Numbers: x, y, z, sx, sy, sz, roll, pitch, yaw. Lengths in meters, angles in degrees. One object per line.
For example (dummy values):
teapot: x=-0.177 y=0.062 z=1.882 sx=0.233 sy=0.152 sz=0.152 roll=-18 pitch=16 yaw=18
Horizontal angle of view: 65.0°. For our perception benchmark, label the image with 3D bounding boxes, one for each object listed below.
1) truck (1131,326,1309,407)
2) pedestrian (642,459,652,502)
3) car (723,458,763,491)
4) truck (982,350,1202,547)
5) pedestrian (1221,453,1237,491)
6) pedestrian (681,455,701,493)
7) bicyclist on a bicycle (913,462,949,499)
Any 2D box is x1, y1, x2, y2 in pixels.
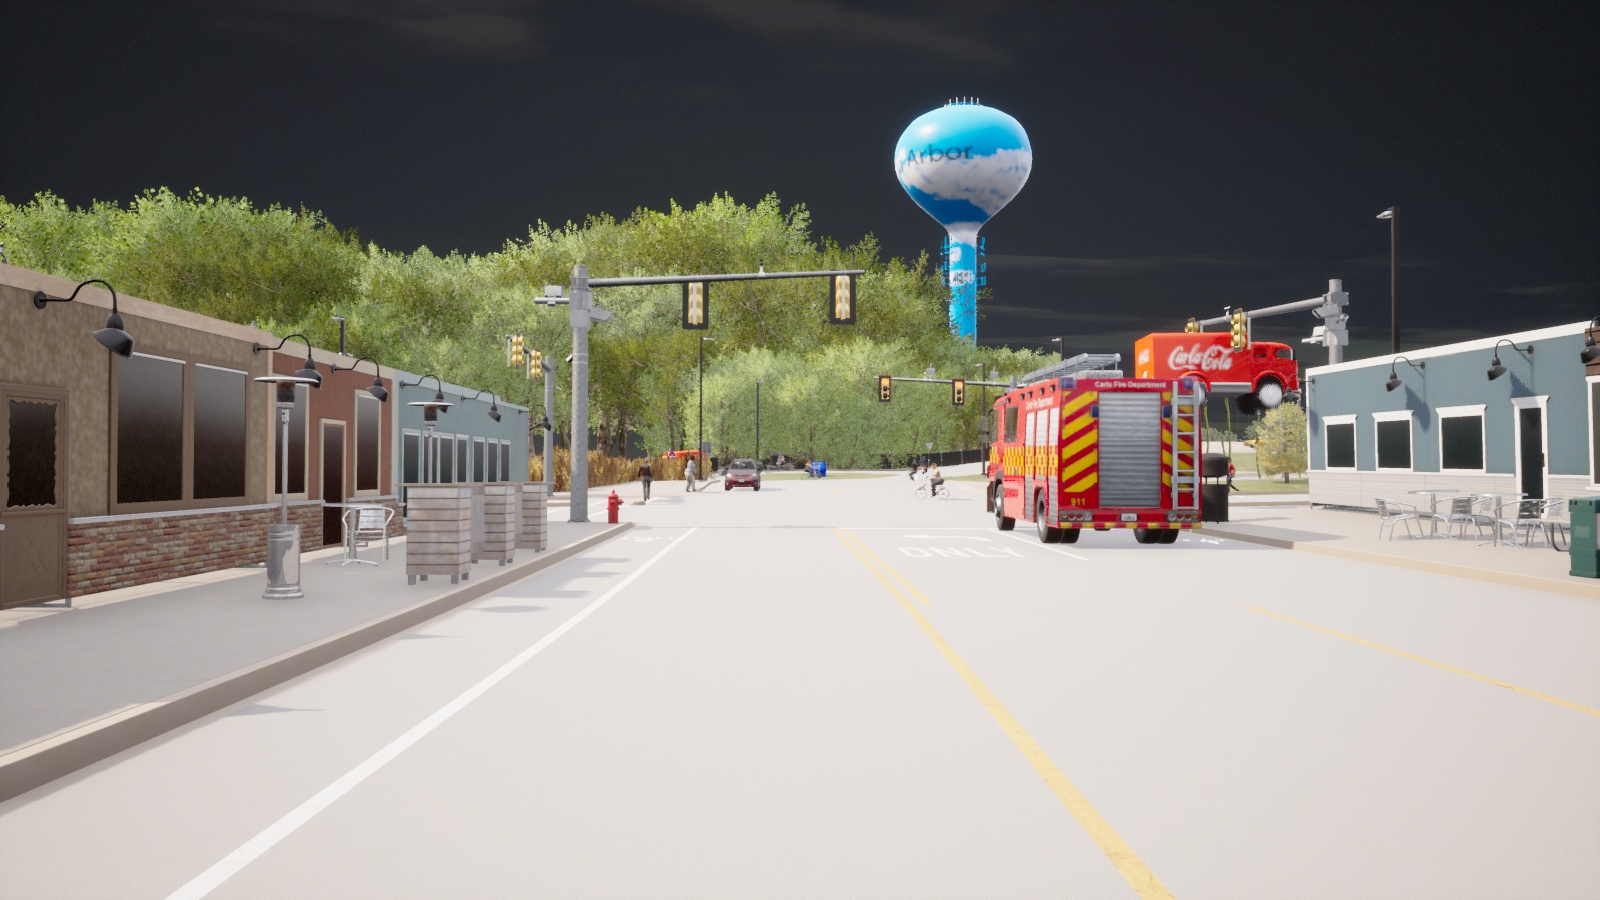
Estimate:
truck: x=14.460 y=-2.840 z=43.500 sx=5.204 sy=2.467 sz=2.627 roll=0 pitch=-3 yaw=0
pedestrian: x=-6.619 y=1.317 z=54.311 sx=0.376 sy=1.854 sz=0.720 roll=0 pitch=-1 yaw=0
car: x=-2.920 y=1.248 z=64.968 sx=1.851 sy=1.617 sz=3.988 roll=0 pitch=1 yaw=0
truck: x=6.313 y=0.008 z=28.718 sx=2.891 sy=3.827 sz=8.468 roll=0 pitch=-1 yaw=-1
pedestrian: x=20.857 y=1.053 z=61.025 sx=0.636 sy=1.846 sz=0.331 roll=0 pitch=-1 yaw=-8
pedestrian: x=-5.340 y=1.194 z=61.493 sx=0.900 sy=1.855 sz=0.874 roll=0 pitch=-1 yaw=0
bicyclist on a bicycle: x=5.656 y=1.320 z=54.407 sx=1.509 sy=1.612 sz=0.866 roll=0 pitch=-1 yaw=2
